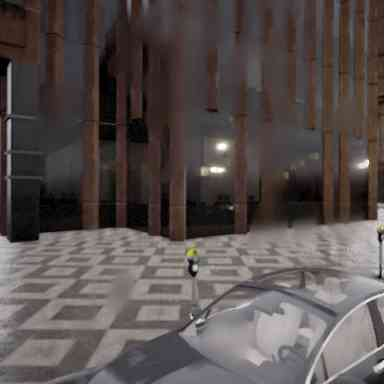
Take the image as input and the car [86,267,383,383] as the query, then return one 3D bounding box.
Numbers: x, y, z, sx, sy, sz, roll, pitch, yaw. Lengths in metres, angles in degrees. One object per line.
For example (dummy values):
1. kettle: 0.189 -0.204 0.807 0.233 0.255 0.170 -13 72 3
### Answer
1. car: 1.071 1.552 3.290 4.403 1.369 2.008 0 0 -36
